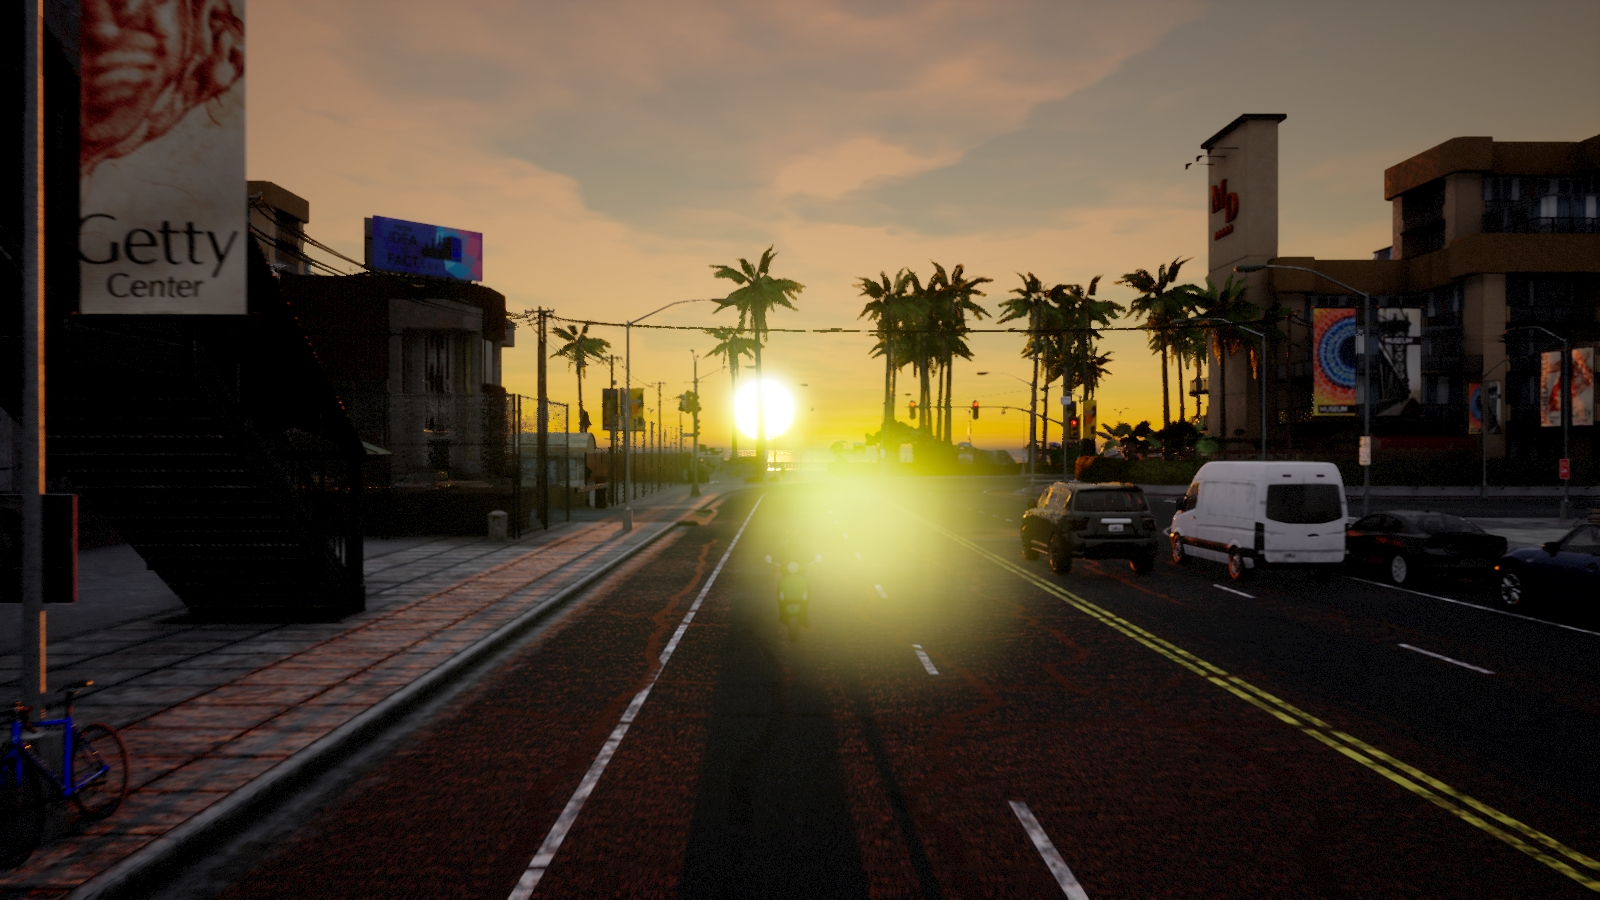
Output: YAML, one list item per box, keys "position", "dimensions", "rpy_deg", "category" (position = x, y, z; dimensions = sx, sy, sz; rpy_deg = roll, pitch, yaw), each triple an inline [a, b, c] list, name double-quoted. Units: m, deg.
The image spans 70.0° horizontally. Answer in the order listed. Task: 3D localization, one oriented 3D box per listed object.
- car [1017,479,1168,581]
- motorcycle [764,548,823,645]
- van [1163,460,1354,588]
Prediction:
- position: [6.814, 1.780, 27.309]
  dimensions: [2.150, 2.045, 5.566]
  rpy_deg: [0, 0, 0]
  category: "car"
- position: [-0.097, 2.182, 17.280]
  dimensions: [0.856, 1.236, 1.805]
  rpy_deg: [0, 0, 0]
  category: "motorcycle"
- position: [10.323, 1.534, 26.336]
  dimensions: [1.988, 2.561, 5.915]
  rpy_deg: [0, 0, -1]
  category: "van"
